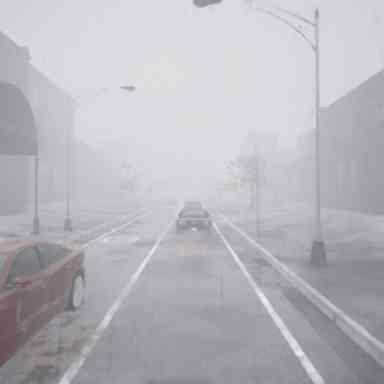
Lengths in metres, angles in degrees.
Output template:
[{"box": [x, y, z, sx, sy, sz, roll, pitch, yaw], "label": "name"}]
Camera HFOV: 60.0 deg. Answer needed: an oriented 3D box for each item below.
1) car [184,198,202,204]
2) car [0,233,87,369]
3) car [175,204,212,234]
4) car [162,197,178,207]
[{"box": [0.110, 1.404, 37.249, 1.882, 1.535, 5.008, 0, 0, 0], "label": "car"}, {"box": [-3.100, 1.478, 4.889, 1.882, 1.535, 5.008, 0, 0, 0], "label": "car"}, {"box": [0.105, 1.585, 19.008, 1.895, 1.301, 4.718, 0, 0, 0], "label": "car"}, {"box": [-3.066, 1.453, 47.582, 1.994, 1.385, 4.181, 0, 0, 0], "label": "car"}]
